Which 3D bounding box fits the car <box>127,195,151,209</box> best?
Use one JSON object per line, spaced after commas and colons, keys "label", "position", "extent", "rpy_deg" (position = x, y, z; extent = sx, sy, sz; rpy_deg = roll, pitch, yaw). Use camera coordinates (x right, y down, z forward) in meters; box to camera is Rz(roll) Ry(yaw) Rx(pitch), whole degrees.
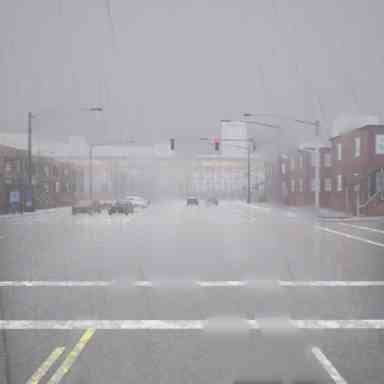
{"label": "car", "position": [-7.104, 1.525, 44.672], "extent": [1.812, 1.442, 4.674], "rpy_deg": [0, 0, 0]}

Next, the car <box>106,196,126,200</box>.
{"label": "car", "position": [-10.609, 1.352, 44.019], "extent": [2.097, 1.767, 4.553], "rpy_deg": [0, 0, 0]}

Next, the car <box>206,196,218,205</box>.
{"label": "car", "position": [3.477, 1.504, 58.450], "extent": [1.837, 1.490, 4.892], "rpy_deg": [0, 0, 0]}

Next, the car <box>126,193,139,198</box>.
{"label": "car", "position": [-10.566, 1.223, 58.896], "extent": [2.150, 2.045, 5.566], "rpy_deg": [0, 0, 0]}

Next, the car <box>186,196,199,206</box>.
{"label": "car", "position": [0.081, 1.477, 56.335], "extent": [1.882, 1.535, 5.008], "rpy_deg": [0, 0, 0]}

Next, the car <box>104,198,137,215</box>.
{"label": "car", "position": [-7.109, 1.601, 33.628], "extent": [1.895, 1.301, 4.718], "rpy_deg": [0, 0, 0]}

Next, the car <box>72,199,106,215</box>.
{"label": "car", "position": [-10.611, 1.477, 33.853], "extent": [1.882, 1.535, 5.008], "rpy_deg": [0, 0, 0]}

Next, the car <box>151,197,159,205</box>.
{"label": "car", "position": [-7.052, 1.547, 60.413], "extent": [2.033, 1.411, 5.357], "rpy_deg": [0, 0, 1]}
